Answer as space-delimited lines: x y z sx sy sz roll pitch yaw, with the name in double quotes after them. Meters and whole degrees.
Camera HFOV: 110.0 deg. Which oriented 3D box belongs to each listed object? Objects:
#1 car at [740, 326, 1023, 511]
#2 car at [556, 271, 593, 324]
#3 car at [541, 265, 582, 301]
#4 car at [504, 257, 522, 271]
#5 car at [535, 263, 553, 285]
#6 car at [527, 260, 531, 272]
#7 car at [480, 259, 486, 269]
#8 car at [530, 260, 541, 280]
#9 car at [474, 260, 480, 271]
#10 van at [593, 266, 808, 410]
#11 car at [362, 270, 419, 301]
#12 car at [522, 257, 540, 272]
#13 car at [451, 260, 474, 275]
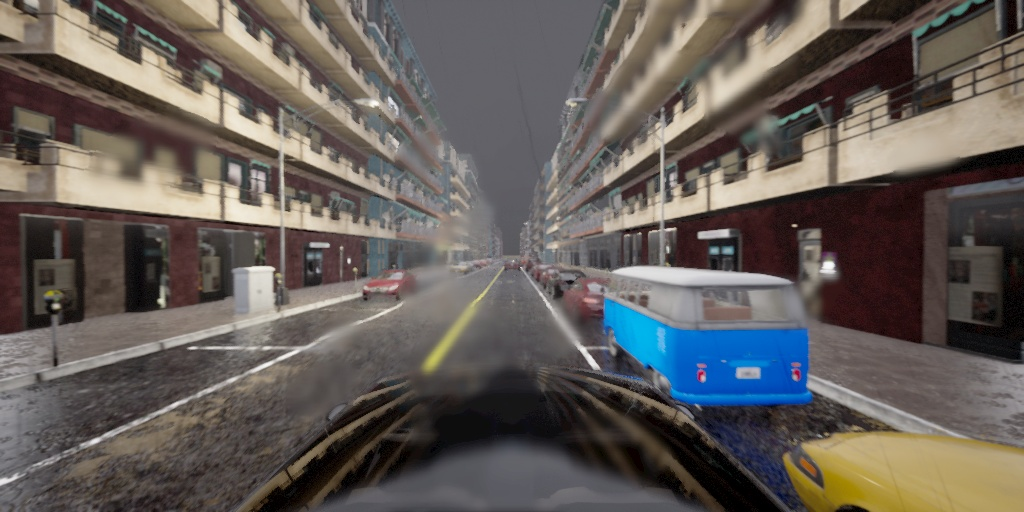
2.689 1.276 0.403 1.751 1.417 4.829 0 0 0 "car"
2.696 1.327 11.603 1.802 1.307 4.207 0 0 0 "car"
2.699 1.309 17.287 1.948 1.339 4.313 0 0 0 "car"
0.028 1.101 48.089 2.097 1.767 4.553 0 0 0 "car"
2.703 1.325 22.972 1.802 1.307 4.207 0 0 0 "car"
2.709 1.326 34.341 1.802 1.307 4.207 0 0 0 "car"
-5.659 1.300 57.088 1.888 1.381 4.507 0 0 0 "car"
2.706 1.288 28.657 1.888 1.381 4.507 0 0 0 "car"
-5.665 1.299 45.719 2.007 1.370 4.403 0 0 0 "car"
2.693 1.088 5.918 1.690 1.789 3.998 0 0 0 "van"
-5.681 1.326 17.295 1.802 1.307 4.207 0 0 0 "car"
2.716 1.063 45.710 2.192 1.841 5.009 0 0 0 "car"
-5.668 1.272 39.864 1.751 1.417 4.829 0 0 0 "car"
